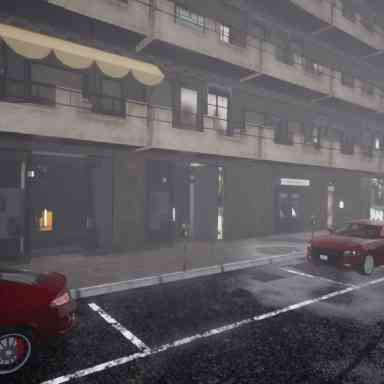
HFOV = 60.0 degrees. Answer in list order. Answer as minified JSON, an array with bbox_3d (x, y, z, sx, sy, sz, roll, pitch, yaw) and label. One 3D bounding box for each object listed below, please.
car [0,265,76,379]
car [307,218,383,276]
[{"bbox_3d":[-3.600,1.582,3.978,4.206,1.307,1.802,0,1,-35],"label":"car"},{"bbox_3d":[5.443,1.548,10.405,4.507,1.381,1.887,0,1,-35],"label":"car"}]
